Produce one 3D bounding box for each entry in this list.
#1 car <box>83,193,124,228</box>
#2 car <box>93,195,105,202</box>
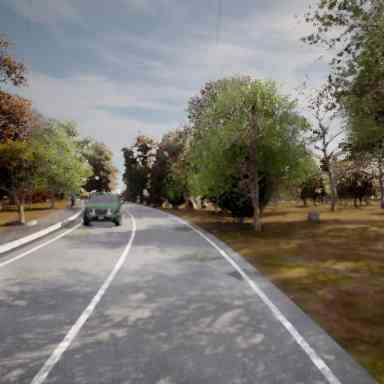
[{"bbox_3d":[-5.714,1.103,21.862,2.150,2.045,5.566,1,0,-10],"label":"car"},{"bbox_3d":[-17.455,1.178,62.395,1.895,1.301,4.718,1,0,-18],"label":"car"}]
